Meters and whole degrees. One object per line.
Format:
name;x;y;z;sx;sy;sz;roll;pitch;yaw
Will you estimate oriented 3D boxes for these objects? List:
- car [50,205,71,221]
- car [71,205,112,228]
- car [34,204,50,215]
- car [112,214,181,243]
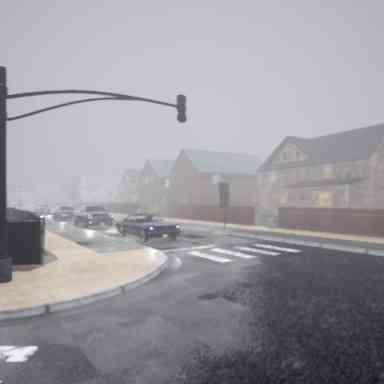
car;-13.266;2.179;34.910;1.837;1.490;4.892;0;-1;-32
car;-7.797;1.810;26.353;2.097;1.767;4.553;0;-1;-32
car;-21.634;2.554;48.152;2.128;1.511;4.902;0;-1;-33
car;-2.464;1.856;18.008;1.895;1.301;4.718;0;-1;-33
